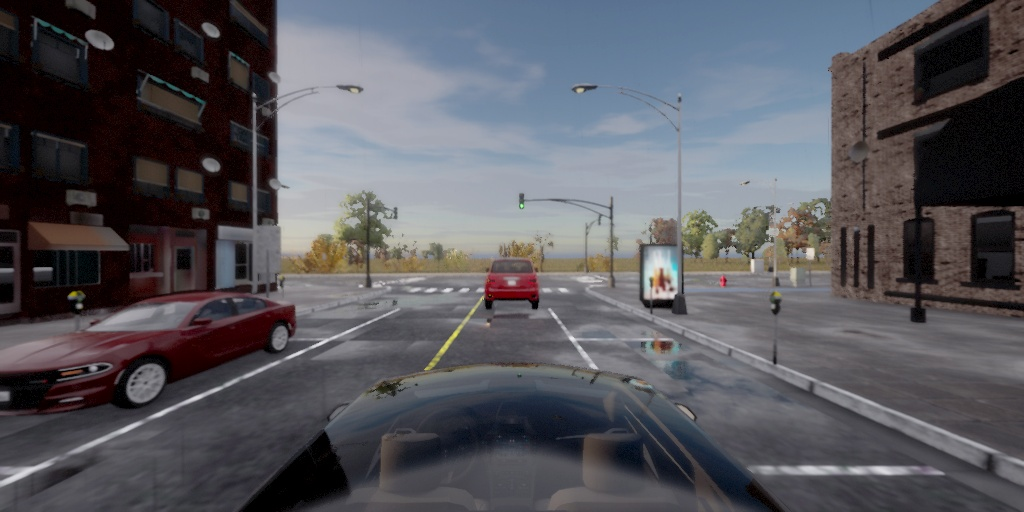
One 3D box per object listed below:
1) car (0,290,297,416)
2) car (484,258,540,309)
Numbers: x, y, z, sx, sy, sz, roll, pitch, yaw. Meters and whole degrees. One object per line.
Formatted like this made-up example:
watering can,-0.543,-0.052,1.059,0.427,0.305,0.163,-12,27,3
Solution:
car,-5.692,1.339,6.229,1.888,1.381,4.507,0,0,0
car,-0.001,1.103,15.863,2.150,2.045,5.566,0,0,0
